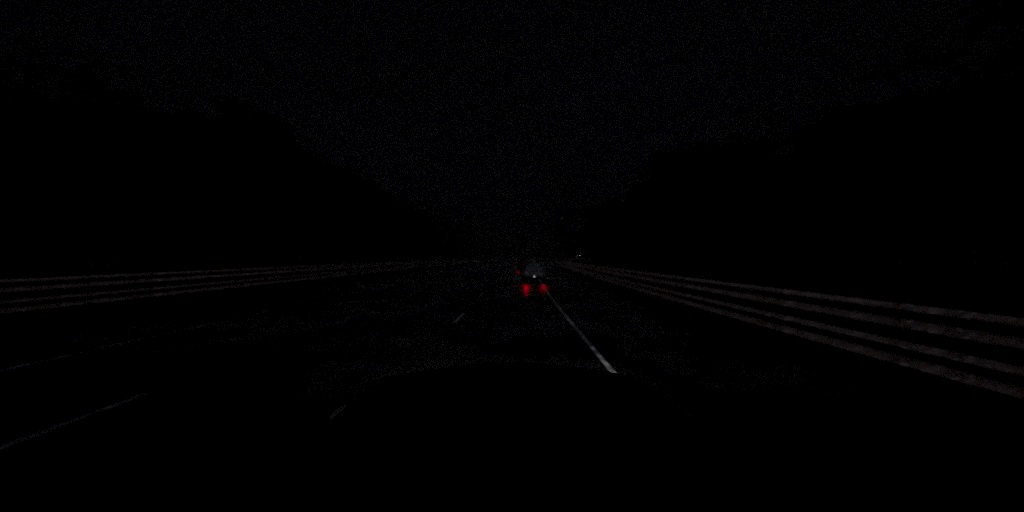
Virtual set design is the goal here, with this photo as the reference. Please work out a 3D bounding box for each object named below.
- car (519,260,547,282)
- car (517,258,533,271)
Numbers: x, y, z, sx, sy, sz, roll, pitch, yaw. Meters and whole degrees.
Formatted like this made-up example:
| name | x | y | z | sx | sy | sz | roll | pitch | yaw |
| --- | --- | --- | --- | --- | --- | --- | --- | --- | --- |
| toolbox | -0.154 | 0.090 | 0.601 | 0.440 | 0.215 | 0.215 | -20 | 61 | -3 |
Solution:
| name | x | y | z | sx | sy | sz | roll | pitch | yaw |
| --- | --- | --- | --- | --- | --- | --- | --- | --- | --- |
| car | 1.747 | 1.292 | 28.959 | 1.812 | 1.442 | 4.674 | 0 | 0 | 2 |
| car | 1.864 | 1.126 | 51.255 | 2.097 | 1.767 | 4.553 | 0 | 0 | 5 |
